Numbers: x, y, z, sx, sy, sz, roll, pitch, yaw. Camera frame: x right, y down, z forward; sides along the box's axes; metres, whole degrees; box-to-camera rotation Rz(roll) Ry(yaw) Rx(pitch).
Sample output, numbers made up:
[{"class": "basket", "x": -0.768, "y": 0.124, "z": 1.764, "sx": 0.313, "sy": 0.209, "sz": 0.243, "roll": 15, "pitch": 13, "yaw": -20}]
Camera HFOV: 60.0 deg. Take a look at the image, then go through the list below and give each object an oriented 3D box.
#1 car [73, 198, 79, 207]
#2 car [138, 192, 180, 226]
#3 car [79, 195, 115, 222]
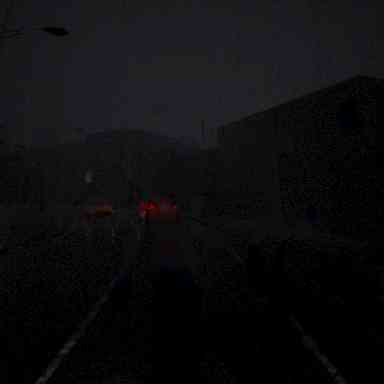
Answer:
[{"class": "car", "x": -12.578, "y": 1.084, "z": 40.042, "sx": 1.882, "sy": 1.535, "sz": 5.008, "roll": 1, "pitch": 0, "yaw": -42}, {"class": "car", "x": -2.310, "y": 1.032, "z": 22.140, "sx": 2.150, "sy": 2.045, "sz": 5.566, "roll": 0, "pitch": 1, "yaw": -15}, {"class": "car", "x": -6.969, "y": 1.236, "z": 24.552, "sx": 1.882, "sy": 1.535, "sz": 5.008, "roll": 1, "pitch": 0, "yaw": -23}]
